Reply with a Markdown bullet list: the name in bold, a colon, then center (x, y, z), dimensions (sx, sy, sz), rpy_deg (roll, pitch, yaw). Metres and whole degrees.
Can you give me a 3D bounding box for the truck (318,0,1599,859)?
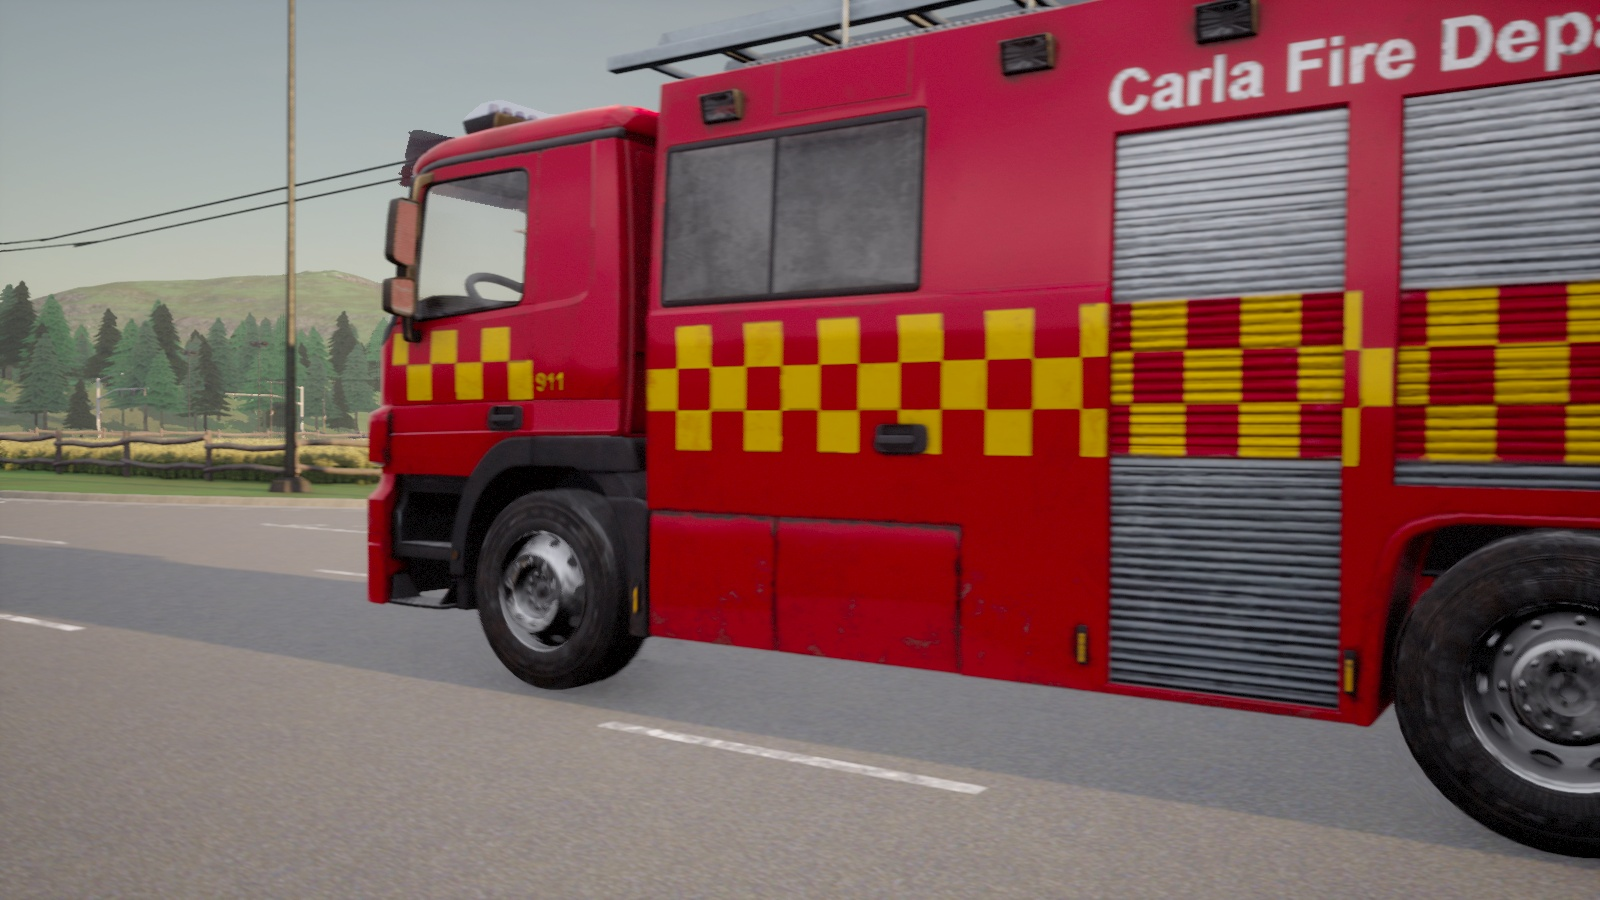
- **truck**: center (1.247, -0.533, 6.975), dimensions (8.468, 3.827, 2.891), rpy_deg (0, 1, 33)
